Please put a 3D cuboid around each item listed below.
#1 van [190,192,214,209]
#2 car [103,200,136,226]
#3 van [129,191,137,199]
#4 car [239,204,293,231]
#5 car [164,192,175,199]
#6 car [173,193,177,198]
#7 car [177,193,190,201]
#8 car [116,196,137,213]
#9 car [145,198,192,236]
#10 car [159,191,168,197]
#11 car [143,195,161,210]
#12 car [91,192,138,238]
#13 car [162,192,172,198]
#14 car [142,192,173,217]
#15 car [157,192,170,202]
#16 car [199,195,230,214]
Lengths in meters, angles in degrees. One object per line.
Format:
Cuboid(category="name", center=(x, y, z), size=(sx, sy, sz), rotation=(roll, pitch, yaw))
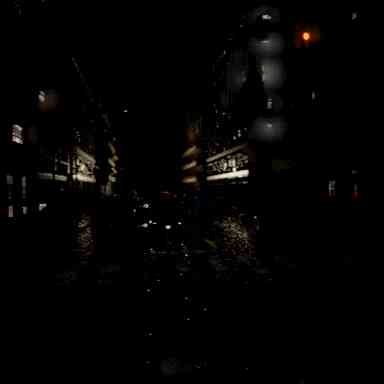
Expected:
Cuboid(category="van", center=(1.253, 0.899, 34.556), size=(1.690, 1.788, 3.998), rotation=(-1, 1, -9))
Cuboid(category="car", center=(-4.744, 1.302, 22.335), size=(1.887, 1.381, 4.507), rotation=(-1, 1, -9))
Cuboid(category="van", center=(-12.752, 0.610, 71.653), size=(1.690, 1.788, 3.998), rotation=(-1, 1, -9))
Cuboid(category="car", center=(3.923, 1.283, 18.118), size=(1.947, 1.339, 4.313), rotation=(-1, 1, -9))
Cuboid(category="car", center=(-4.973, 0.721, 72.918), size=(1.887, 1.381, 4.507), rotation=(-1, 1, -9))
Cuboid(category="car", center=(-2.304, 0.893, 56.478), size=(2.008, 1.369, 4.403), rotation=(-1, 1, -9))
Cuboid(category="car", center=(-0.525, 0.891, 45.516), size=(1.967, 1.590, 4.097), rotation=(-1, 1, -9))
Cuboid(category="car", center=(-6.523, 1.195, 33.296), size=(1.887, 1.381, 4.507), rotation=(-1, 1, -9))
Cuboid(category="car", center=(-1.356, 1.287, 17.118), size=(1.837, 1.490, 4.892), rotation=(-1, 1, -7))
Cuboid(category="car", center=(-7.642, 0.558, 89.358), size=(2.008, 1.369, 4.403), rotation=(-1, 1, -9))
Cuboid(category="car", center=(-4.584, 1.111, 37.343), size=(1.812, 1.442, 4.674), rotation=(-1, 1, -9))
Cuboid(category="car", center=(-3.857, 1.125, 16.853), size=(2.192, 1.841, 5.009), rotation=(-1, 1, -9))
Cuboid(category="car", center=(-5.862, 0.665, 78.398), size=(1.887, 1.381, 4.507), rotation=(-1, 1, -9))
Cuboid(category="car", center=(-3.016, 1.037, 27.204), size=(2.097, 1.767, 4.553), rotation=(-1, 1, -9))
Cuboid(category="car", center=(-4.989, 0.841, 56.994), size=(1.882, 1.535, 5.008), rotation=(-1, 1, -9))
Cuboid(category="car", center=(2.145, 1.194, 29.078), size=(1.802, 1.307, 4.206), rotation=(-1, 1, -9))
